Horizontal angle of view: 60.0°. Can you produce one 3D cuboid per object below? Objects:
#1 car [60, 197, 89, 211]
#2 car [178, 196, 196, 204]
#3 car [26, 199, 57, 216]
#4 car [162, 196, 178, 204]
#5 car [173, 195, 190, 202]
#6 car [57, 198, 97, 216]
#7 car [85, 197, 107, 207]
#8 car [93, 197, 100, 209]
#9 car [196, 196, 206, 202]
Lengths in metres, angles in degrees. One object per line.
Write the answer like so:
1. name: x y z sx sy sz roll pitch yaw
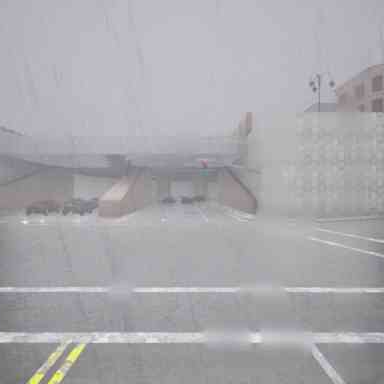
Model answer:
1. car: -15.061 1.491 42.828 2.128 1.511 4.902 0 0 -1
2. car: -0.991 1.547 64.791 2.033 1.411 5.357 0 0 4
3. car: -14.826 1.478 33.438 1.882 1.535 5.008 0 0 -1
4. car: -4.521 1.547 64.292 2.033 1.411 5.357 0 0 5
5. car: -2.348 1.524 74.649 1.812 1.442 4.674 0 0 24
6. car: -11.317 1.601 33.115 1.895 1.301 4.718 0 0 -1
7. car: -15.293 1.547 53.095 2.033 1.411 5.357 0 0 -1
8. car: -11.550 1.601 42.282 1.895 1.301 4.718 0 0 -1
9. car: 1.520 1.524 74.777 1.812 1.442 4.674 0 0 28
